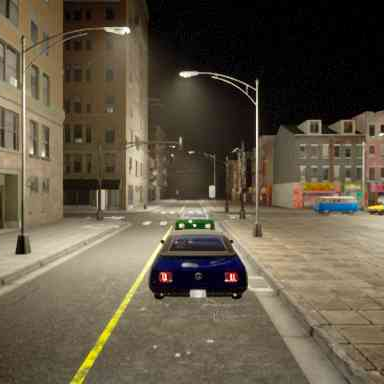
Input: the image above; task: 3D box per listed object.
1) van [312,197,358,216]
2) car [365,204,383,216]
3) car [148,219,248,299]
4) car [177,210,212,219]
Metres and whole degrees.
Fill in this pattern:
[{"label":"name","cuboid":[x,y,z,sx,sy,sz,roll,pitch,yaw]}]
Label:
[{"label":"van","cuboid":[13.835,1.335,32.107,3.998,1.788,1.690,0,0,0]},{"label":"car","cuboid":[19.277,1.515,32.082,4.829,1.417,1.752,0,0,0]},{"label":"car","cuboid":[0.123,1.600,8.386,1.895,1.301,4.718,0,0,0]},{"label":"car","cuboid":[0.153,1.599,17.640,1.895,1.301,4.718,0,0,1]}]
